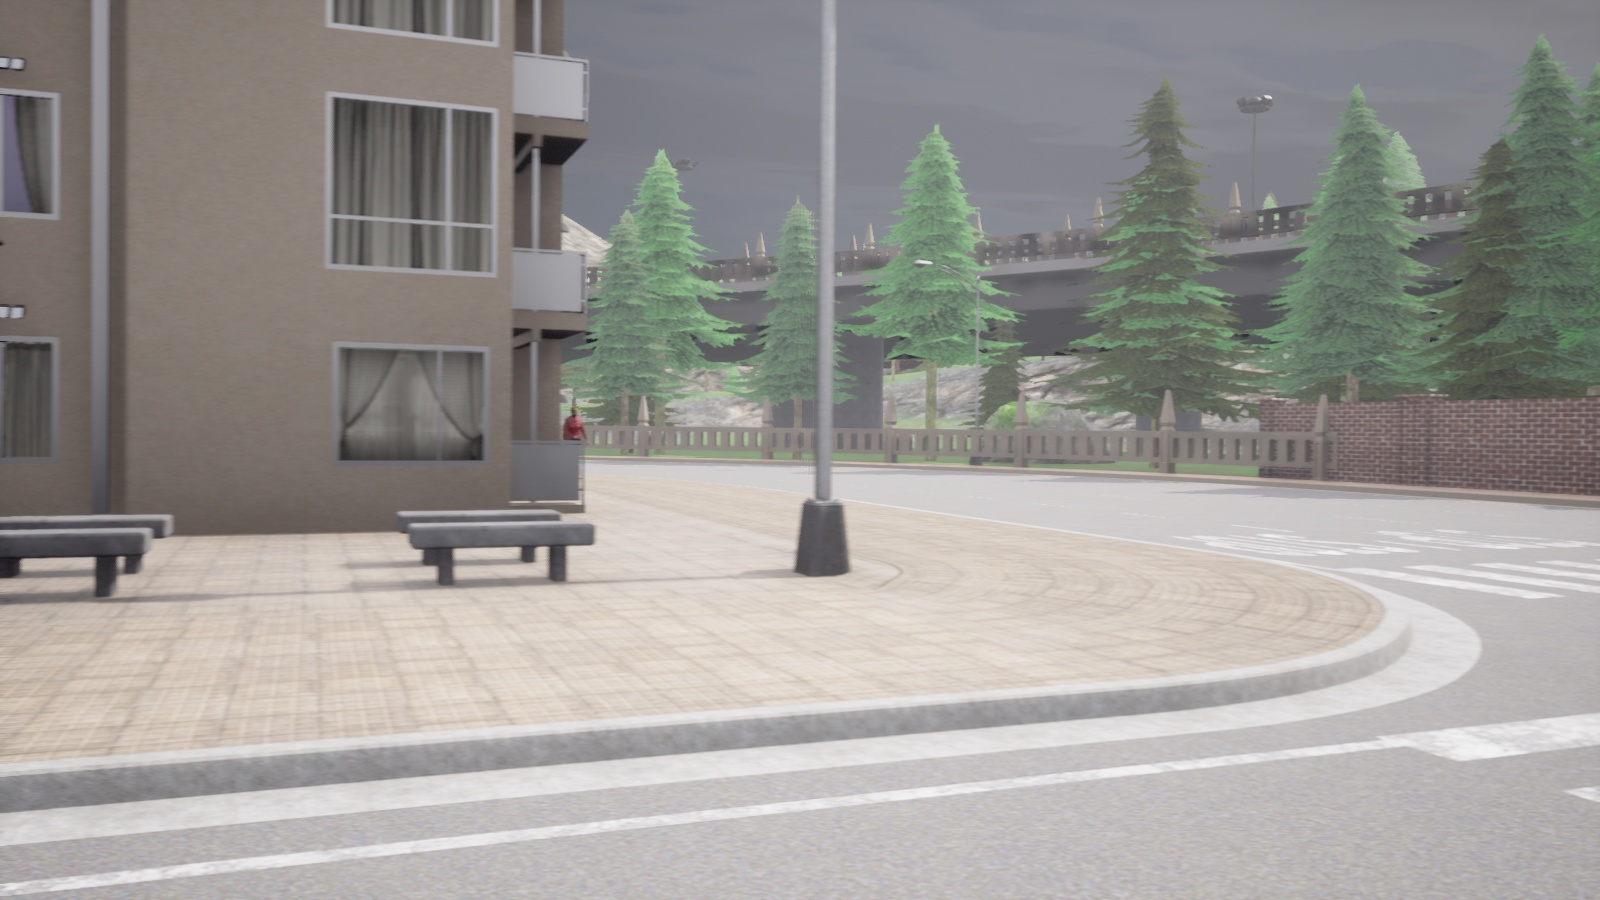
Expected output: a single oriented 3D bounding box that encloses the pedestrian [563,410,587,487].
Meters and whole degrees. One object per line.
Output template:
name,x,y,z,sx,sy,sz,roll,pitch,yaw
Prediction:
pedestrian,-5.411,-0.039,30.242,0.331,1.846,0.636,-1,1,-32
